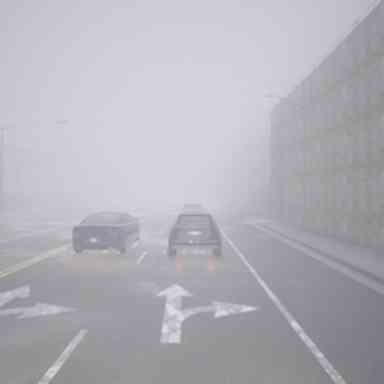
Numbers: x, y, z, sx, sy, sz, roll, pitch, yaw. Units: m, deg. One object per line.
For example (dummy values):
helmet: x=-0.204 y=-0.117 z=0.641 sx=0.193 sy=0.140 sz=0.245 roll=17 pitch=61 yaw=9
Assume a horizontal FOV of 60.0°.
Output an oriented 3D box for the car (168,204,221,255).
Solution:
car: x=0.096 y=1.474 z=13.555 sx=2.033 sy=1.649 sz=4.856 roll=0 pitch=0 yaw=0

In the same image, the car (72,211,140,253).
car: x=-3.404 y=1.523 z=13.983 sx=1.882 sy=1.535 sz=5.008 roll=0 pitch=0 yaw=0

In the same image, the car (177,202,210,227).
car: x=0.093 y=1.582 z=24.514 sx=2.163 sy=1.488 sz=4.792 roll=0 pitch=0 yaw=0
